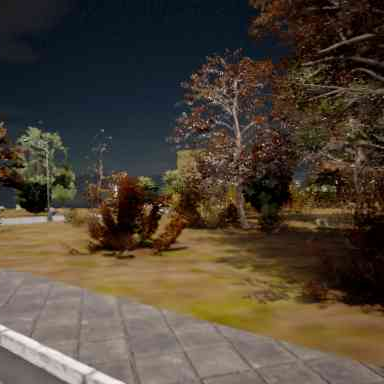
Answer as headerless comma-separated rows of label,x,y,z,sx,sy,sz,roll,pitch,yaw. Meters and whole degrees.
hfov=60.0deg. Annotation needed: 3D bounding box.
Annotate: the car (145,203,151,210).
car,-8.207,2.700,57.068,1.882,1.535,5.008,-4,-3,32
